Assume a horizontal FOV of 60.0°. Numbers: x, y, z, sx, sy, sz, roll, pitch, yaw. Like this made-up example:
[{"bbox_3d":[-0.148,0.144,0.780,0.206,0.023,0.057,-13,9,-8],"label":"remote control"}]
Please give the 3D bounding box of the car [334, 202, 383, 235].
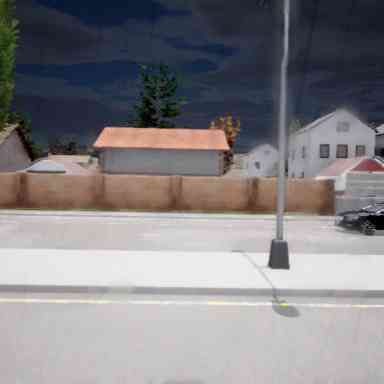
[{"bbox_3d":[9.577,1.259,16.246,4.902,1.511,2.128,1,2,-1],"label":"car"}]
